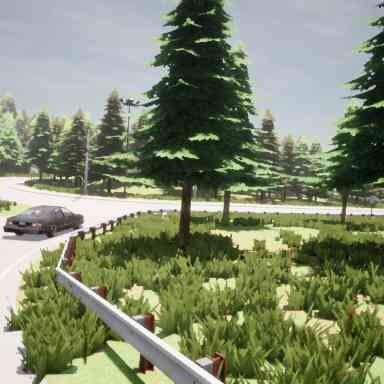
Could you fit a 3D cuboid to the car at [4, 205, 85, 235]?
[{"bbox_3d":[-7.387,1.408,17.281,2.033,1.411,5.357,4,1,3],"label":"car"}]
